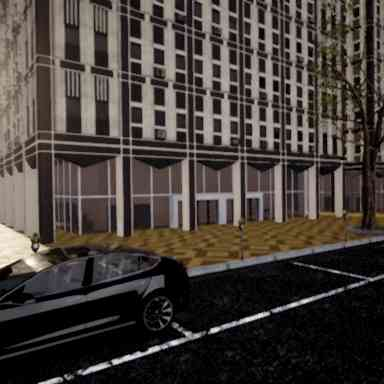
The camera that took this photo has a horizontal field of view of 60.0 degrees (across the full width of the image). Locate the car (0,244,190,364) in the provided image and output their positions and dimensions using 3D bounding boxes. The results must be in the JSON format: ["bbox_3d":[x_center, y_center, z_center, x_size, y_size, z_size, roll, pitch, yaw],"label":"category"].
[{"bbox_3d":[-2.035,1.557,5.115,4.313,1.339,1.947,-1,0,-35],"label":"car"}]
